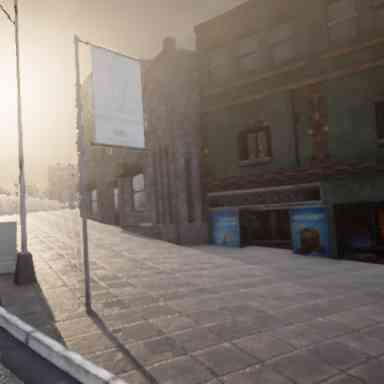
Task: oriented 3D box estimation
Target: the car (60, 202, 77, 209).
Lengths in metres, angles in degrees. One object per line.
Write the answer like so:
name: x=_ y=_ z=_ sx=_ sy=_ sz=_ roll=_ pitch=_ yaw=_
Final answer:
car: x=-24.680 y=2.812 z=67.262 sx=2.128 sy=1.511 sz=4.902 roll=-4 pitch=-2 yaw=10
